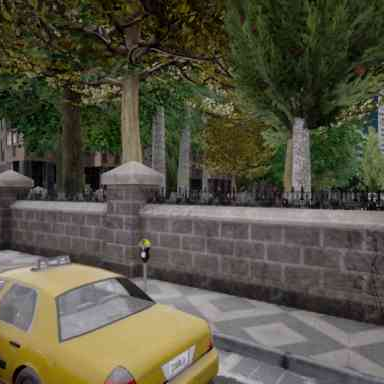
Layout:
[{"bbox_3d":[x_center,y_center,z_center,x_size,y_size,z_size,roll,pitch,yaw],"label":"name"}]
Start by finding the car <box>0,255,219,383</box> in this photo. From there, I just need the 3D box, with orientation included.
[{"bbox_3d":[-1.997,1.525,4.383,4.829,1.417,1.752,0,0,35],"label":"car"}]
